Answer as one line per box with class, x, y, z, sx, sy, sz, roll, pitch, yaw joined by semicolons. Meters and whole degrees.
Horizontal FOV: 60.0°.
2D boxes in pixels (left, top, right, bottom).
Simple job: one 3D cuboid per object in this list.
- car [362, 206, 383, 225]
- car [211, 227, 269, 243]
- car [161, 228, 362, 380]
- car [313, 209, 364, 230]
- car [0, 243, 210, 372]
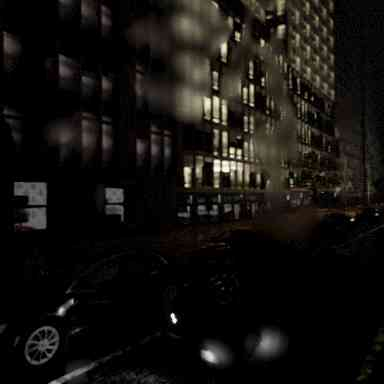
car;15.263;2.051;28.628;2.008;1.369;4.403;-2;-2;37
car;1.608;1.789;10.453;1.802;1.307;4.206;-2;-2;37
car;1.805;1.669;6.233;2.033;1.411;5.357;-1;-1;37
car;8.435;1.905;19.541;2.008;1.369;4.403;-2;-2;37
car;-1.807;1.685;5.910;2.008;1.369;4.403;-2;-2;37
